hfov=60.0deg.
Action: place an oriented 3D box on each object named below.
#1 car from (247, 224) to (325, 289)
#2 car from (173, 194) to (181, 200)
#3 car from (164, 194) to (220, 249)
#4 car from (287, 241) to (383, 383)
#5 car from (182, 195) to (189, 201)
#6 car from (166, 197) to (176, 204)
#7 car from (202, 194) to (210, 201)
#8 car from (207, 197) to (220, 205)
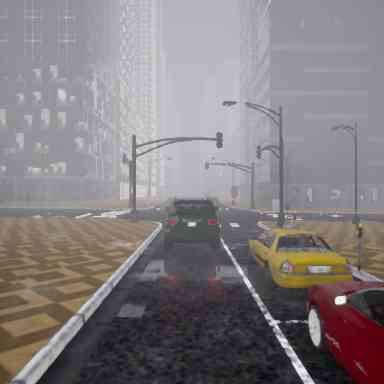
[{"bbox_3d":[2.565,1.523,8.991,1.752,1.417,4.829,0,0,0],"label":"car"},{"bbox_3d":[-4.245,1.422,93.045,1.967,1.590,4.097,0,0,0],"label":"car"},{"bbox_3d":[0.000,1.257,14.680,2.150,2.045,5.566,0,0,0],"label":"car"},{"bbox_3d":[2.565,1.543,3.269,1.887,1.381,4.507,0,0,0],"label":"car"},{"bbox_3d":[-1.619,1.513,82.160,1.812,1.442,4.674,0,0,0],"label":"car"},{"bbox_3d":[-4.091,1.589,65.407,1.802,1.307,4.206,0,0,0],"label":"car"},{"bbox_3d":[3.666,1.428,87.561,1.967,1.590,4.097,0,0,0],"label":"car"},{"bbox_3d":[3.869,1.576,59.924,1.947,1.339,4.313,0,0,0],"label":"car"}]
